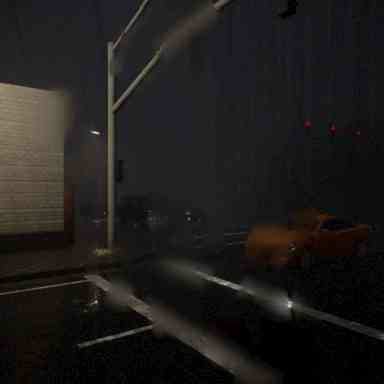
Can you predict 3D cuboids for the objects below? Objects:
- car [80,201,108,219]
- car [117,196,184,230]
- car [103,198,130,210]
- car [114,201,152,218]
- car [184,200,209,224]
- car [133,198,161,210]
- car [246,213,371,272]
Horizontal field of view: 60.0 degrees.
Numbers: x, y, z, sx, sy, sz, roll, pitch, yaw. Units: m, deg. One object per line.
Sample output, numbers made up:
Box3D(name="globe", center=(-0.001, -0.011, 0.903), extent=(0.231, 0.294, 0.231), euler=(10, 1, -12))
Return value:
Box3D(name="car", center=(-8.593, 1.619, 29.985), extent=(1.994, 1.385, 4.181), euler=(0, 0, -35))
Box3D(name="car", center=(-3.126, 1.277, 22.321), extent=(2.150, 2.045, 5.566), euler=(0, 0, -36))
Box3D(name="car", center=(-10.160, 1.581, 44.472), extent=(1.812, 1.442, 4.674), euler=(0, 0, -36))
Box3D(name="car", center=(-5.780, 1.619, 32.062), extent=(1.994, 1.385, 4.181), euler=(0, 0, -35))
Box3D(name="car", center=(-0.759, 1.407, 25.034), extent=(2.097, 1.767, 4.553), euler=(0, 0, -36))
Box3D(name="car", center=(-6.158, 1.581, 44.936), extent=(1.812, 1.442, 4.674), euler=(0, 0, -36))
Box3D(name="car", center=(4.011, 1.505, 11.155), extent=(5.008, 1.535, 1.882), euler=(0, 0, -35))
